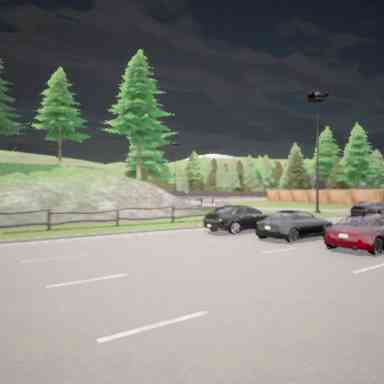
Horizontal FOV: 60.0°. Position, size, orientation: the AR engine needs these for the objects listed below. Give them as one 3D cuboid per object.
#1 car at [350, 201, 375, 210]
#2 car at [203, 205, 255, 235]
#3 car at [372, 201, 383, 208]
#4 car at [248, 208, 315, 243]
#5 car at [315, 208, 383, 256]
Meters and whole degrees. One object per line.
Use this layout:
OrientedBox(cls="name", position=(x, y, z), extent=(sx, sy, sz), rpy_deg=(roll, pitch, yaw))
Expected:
OrientedBox(cls="car", position=(15.041, 1.501, 27.596), extent=(4.892, 1.490, 1.837), rpy_deg=(0, 0, -35))
OrientedBox(cls="car", position=(2.873, 1.504, 18.822), extent=(4.892, 1.490, 1.837), rpy_deg=(0, 0, -35))
OrientedBox(cls="car", position=(15.285, 1.543, 23.484), extent=(5.357, 1.411, 2.033), rpy_deg=(0, 0, -35))
OrientedBox(cls="car", position=(5.020, 1.563, 16.053), extent=(4.181, 1.385, 1.994), rpy_deg=(0, 0, -35))
OrientedBox(cls="car", position=(7.155, 1.563, 13.277), extent=(4.181, 1.385, 1.994), rpy_deg=(0, 0, -35))
